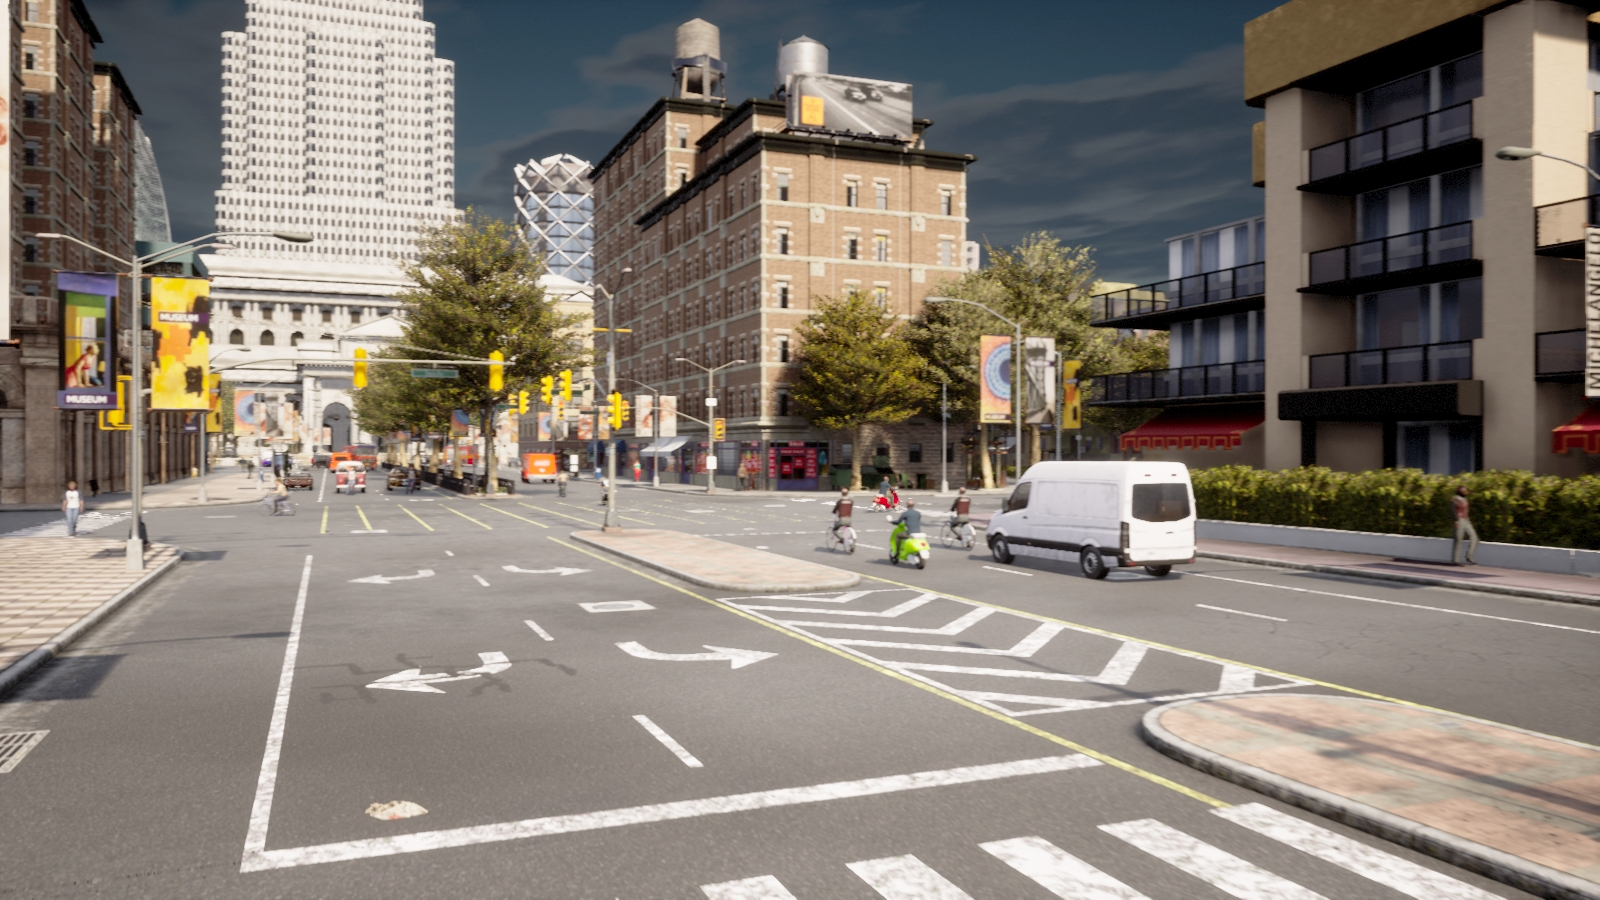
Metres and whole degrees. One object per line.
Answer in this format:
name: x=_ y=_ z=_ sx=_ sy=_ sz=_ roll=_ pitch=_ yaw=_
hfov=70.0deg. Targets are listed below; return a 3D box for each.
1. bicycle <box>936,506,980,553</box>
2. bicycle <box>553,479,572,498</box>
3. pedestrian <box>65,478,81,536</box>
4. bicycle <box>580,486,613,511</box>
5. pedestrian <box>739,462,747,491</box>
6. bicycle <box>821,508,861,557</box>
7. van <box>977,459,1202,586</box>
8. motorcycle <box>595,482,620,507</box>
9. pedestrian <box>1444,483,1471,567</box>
bicycle: x=4.417 y=2.209 z=32.039 sx=0.329 sy=1.171 sz=1.835 roll=0 pitch=0 yaw=-22
bicycle: x=-14.098 y=2.258 z=67.781 sx=0.859 sy=1.080 sz=1.487 roll=0 pitch=0 yaw=-23
pedestrian: x=-23.557 y=1.853 z=37.019 sx=0.375 sy=1.860 sz=0.375 roll=0 pitch=0 yaw=-24
bicycle: x=-9.507 y=2.257 z=53.342 sx=1.487 sy=1.080 sz=0.859 roll=0 pitch=2 yaw=-10
pedestrian: x=-3.646 y=1.696 z=72.833 sx=0.375 sy=1.860 sz=0.375 roll=0 pitch=0 yaw=-31
bicycle: x=1.089 y=2.210 z=30.816 sx=0.329 sy=1.171 sz=1.835 roll=0 pitch=0 yaw=-23
van: x=6.557 y=1.533 z=26.777 sx=1.988 sy=2.561 sz=5.915 roll=0 pitch=0 yaw=-22
motorcycle: x=-9.600 y=2.214 z=56.825 sx=0.803 sy=1.145 sz=2.033 roll=0 pitch=0 yaw=-22
pedestrian: x=14.871 y=1.693 z=25.828 sx=0.375 sy=1.860 sz=0.375 roll=0 pitch=0 yaw=-22
